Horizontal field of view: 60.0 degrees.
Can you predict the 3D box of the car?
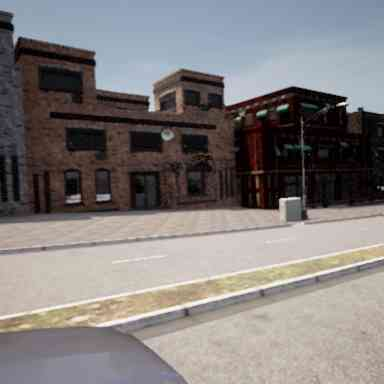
[{"bbox_3d":[-2.464,1.542,1.688,5.357,1.411,2.033,0,0,-35],"label":"car"}]
